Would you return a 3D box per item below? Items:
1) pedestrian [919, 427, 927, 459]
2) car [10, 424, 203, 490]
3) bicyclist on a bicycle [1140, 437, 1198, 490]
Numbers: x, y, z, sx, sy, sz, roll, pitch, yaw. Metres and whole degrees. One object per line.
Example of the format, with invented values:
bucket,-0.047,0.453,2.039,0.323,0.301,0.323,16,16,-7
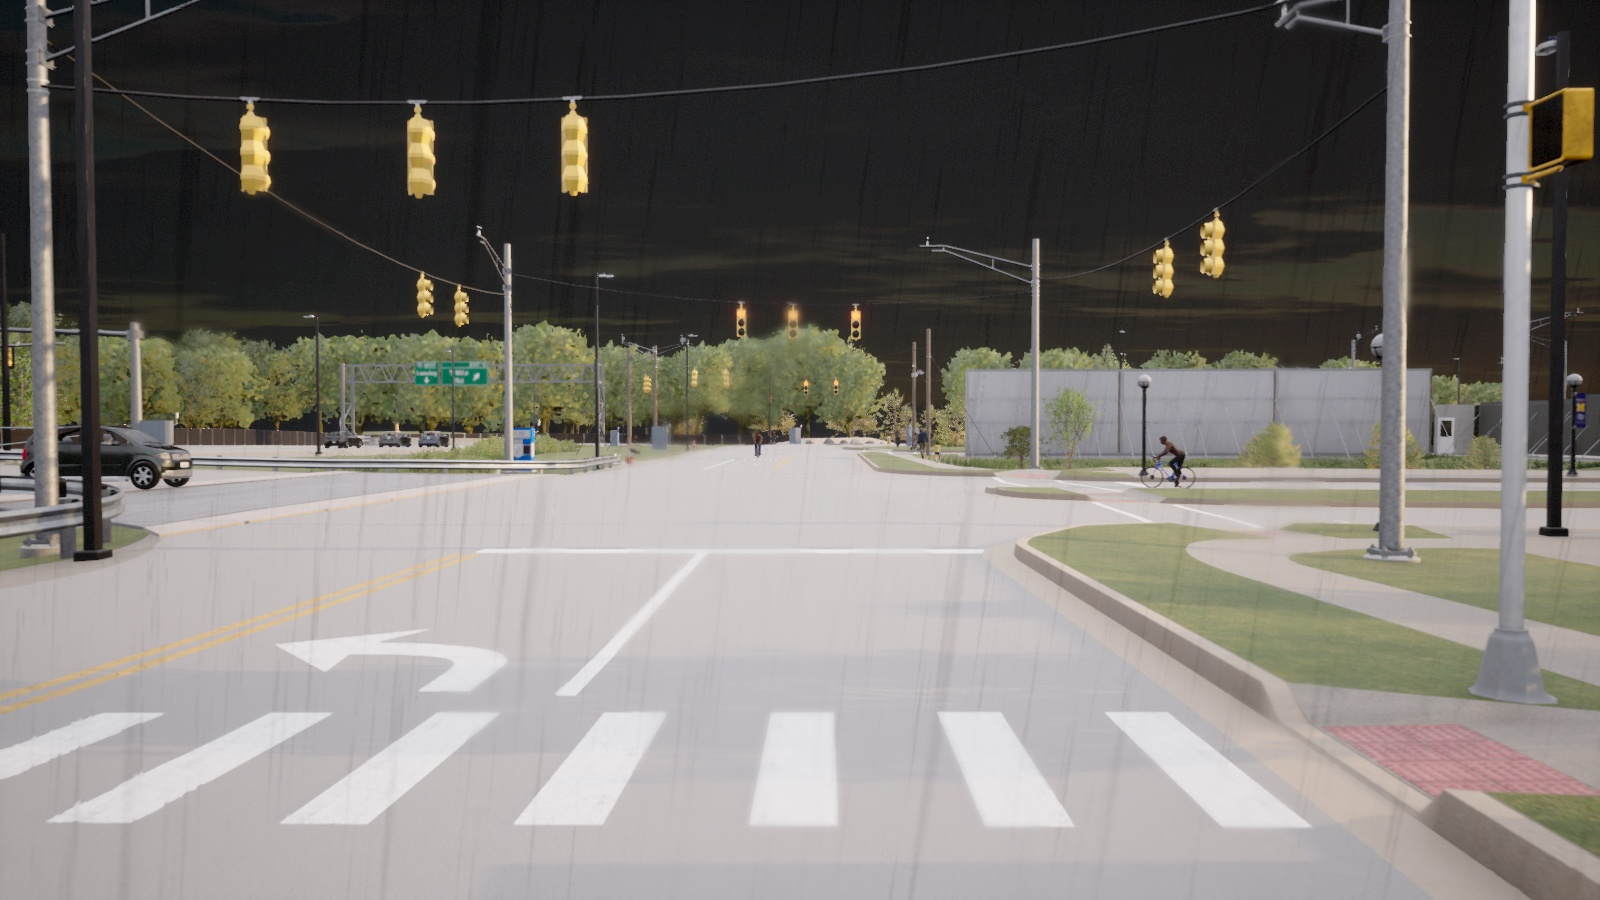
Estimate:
pedestrian,7.092,-0.411,72.362,0.402,1.842,0.726,0,2,0
car,-16.823,0.147,30.573,3.705,1.549,1.789,0,1,1
bicyclist on a bicycle,11.439,0.410,38.952,1.656,1.620,0.582,1,1,11
